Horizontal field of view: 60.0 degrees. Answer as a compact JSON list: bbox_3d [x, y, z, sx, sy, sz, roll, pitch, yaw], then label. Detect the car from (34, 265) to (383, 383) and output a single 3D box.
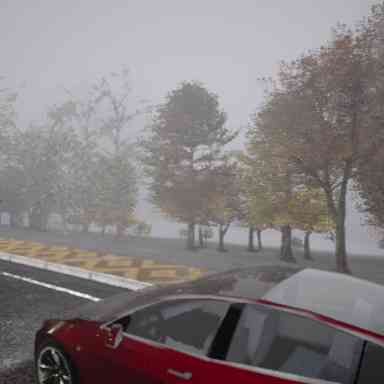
[{"bbox_3d":[0.439,1.502,3.250,4.792,1.488,2.163,0,0,35],"label":"car"}]
